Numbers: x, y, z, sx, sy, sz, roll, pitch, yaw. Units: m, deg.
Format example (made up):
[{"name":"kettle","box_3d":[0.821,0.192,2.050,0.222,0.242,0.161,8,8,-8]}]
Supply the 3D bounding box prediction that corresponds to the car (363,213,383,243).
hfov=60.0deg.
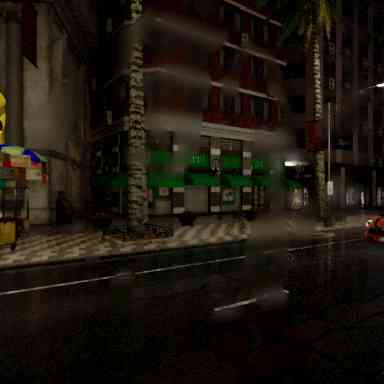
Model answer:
[{"name":"car","box_3d":[9.701,1.351,14.838,4.553,1.767,2.097,0,0,-33]}]
